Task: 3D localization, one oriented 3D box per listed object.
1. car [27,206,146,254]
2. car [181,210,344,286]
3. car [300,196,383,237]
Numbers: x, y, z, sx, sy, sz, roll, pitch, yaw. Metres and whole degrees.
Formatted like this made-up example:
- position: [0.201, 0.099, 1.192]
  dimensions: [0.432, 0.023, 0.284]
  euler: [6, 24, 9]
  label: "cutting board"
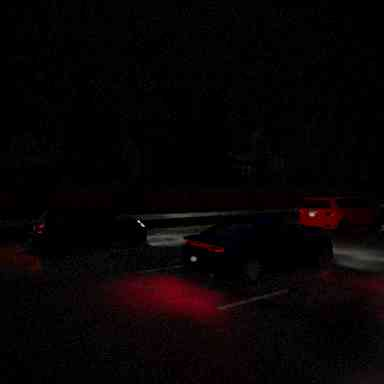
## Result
- position: [-4.172, 1.353, 13.691]
  dimensions: [4.553, 1.767, 2.097]
  euler: [0, 0, -36]
  label: "car"
- position: [2.036, 1.477, 9.541]
  dimensions: [5.008, 1.535, 1.882]
  euler: [0, 0, -36]
  label: "car"
- position: [8.220, 1.224, 18.342]
  dimensions: [5.566, 2.045, 2.150]
  euler: [0, 0, -36]
  label: "car"
